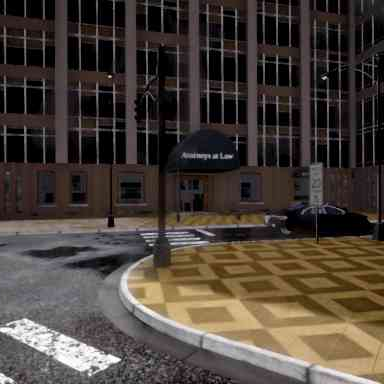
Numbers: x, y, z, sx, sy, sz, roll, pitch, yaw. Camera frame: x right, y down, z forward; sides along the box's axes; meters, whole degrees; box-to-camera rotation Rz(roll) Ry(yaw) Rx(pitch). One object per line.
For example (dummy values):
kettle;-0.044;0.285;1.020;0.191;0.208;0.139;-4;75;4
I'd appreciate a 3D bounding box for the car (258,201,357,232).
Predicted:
car;6.504;1.314;18.909;4.902;1.511;2.128;0;0;-14

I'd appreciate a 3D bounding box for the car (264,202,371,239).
car;6.106;1.309;15.875;4.902;1.511;2.128;0;0;-14
